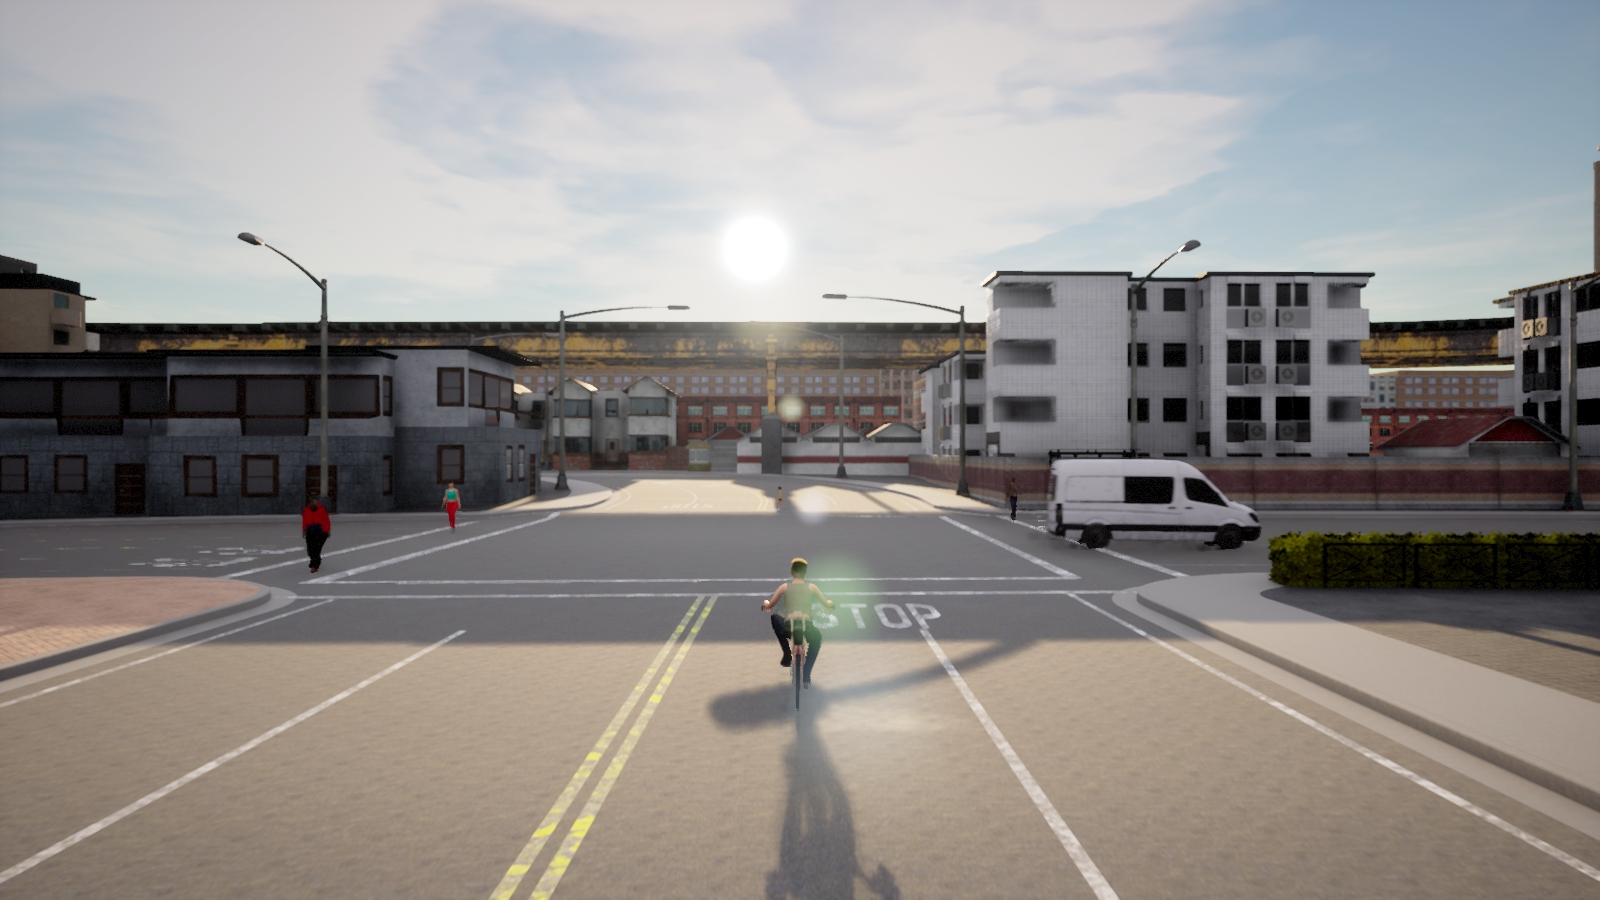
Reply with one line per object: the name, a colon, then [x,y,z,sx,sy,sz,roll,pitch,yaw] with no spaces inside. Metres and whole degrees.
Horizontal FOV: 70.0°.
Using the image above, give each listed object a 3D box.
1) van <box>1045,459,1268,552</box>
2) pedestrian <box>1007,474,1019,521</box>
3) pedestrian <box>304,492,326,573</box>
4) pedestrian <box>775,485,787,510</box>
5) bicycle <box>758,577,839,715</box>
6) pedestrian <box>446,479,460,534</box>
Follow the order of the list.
van: [10.224,1.557,33.167,5.915,2.561,1.988,0,0,5]
pedestrian: [8.425,1.878,45.191,0.375,1.860,0.375,0,0,0]
pedestrian: [-11.291,1.909,26.599,0.375,1.860,0.375,0,0,-7]
pedestrian: [-0.860,2.128,51.344,0.500,1.100,0.500,0,0,2]
bicycle: [-0.017,2.154,12.835,0.859,1.301,1.487,0,0,0]
pedestrian: [-11.870,1.927,39.091,0.375,1.860,0.375,0,0,0]
